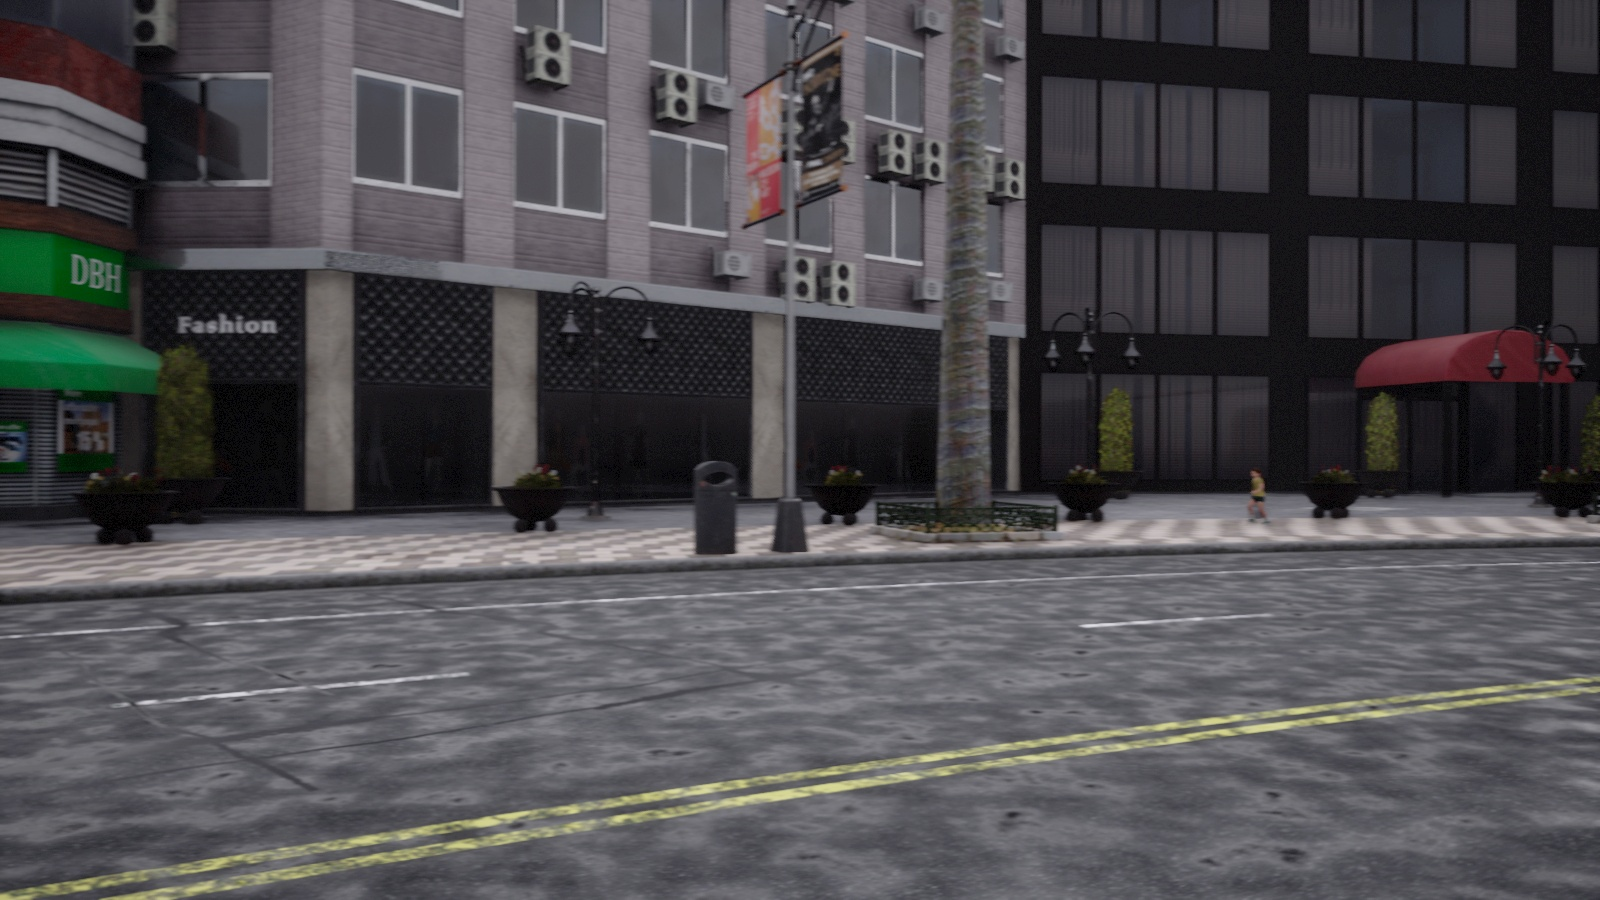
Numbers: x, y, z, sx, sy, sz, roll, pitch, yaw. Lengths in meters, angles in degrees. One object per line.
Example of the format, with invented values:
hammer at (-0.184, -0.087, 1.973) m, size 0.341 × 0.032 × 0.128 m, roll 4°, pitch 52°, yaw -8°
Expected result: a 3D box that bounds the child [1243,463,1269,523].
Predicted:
child at (8.591, 0.805, 23.672) m, size 0.394 × 1.110 × 0.255 m, roll 0°, pitch 0°, yaw -17°
